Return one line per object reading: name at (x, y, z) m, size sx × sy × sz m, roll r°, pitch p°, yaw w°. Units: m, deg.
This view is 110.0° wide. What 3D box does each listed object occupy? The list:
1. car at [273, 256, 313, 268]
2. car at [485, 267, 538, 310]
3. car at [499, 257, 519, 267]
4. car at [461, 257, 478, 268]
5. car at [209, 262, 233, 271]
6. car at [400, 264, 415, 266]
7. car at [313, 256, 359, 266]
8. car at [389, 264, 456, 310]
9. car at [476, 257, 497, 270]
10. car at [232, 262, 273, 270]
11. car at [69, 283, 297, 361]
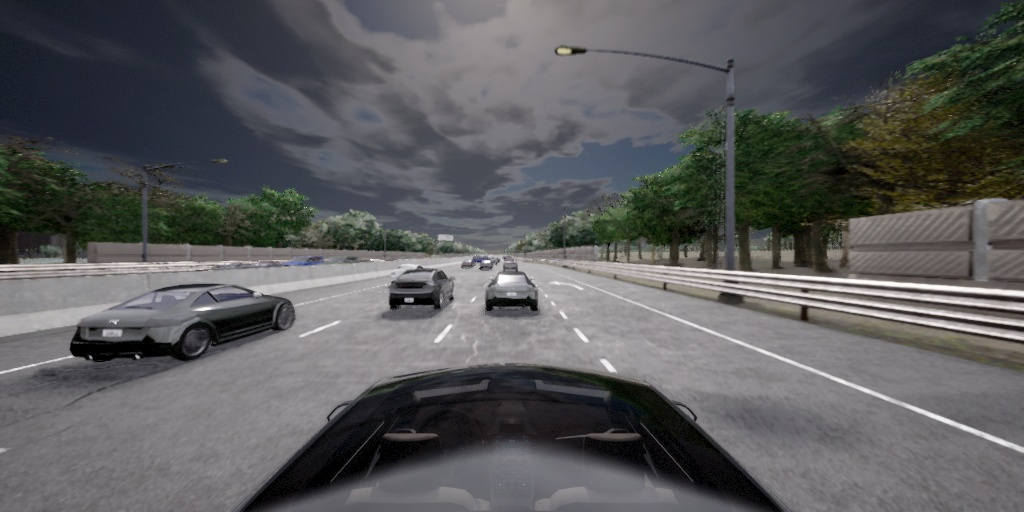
car at (-21.193, 0.990, 36.591) m, size 2.150 × 2.045 × 5.566 m, roll 0°, pitch 0°, yaw 0°
car at (-0.017, 1.317, 14.668) m, size 1.994 × 1.385 × 4.181 m, roll 0°, pitch 0°, yaw 0°
car at (-0.196, 1.252, 45.861) m, size 2.128 × 1.511 × 4.902 m, roll 0°, pitch 0°, yaw -1°
car at (-7.345, 1.305, 60.243) m, size 2.033 × 1.411 × 5.357 m, roll 0°, pitch 0°, yaw -1°
car at (-28.189, 1.333, 36.183) m, size 1.994 × 1.385 × 4.181 m, roll 0°, pitch 0°, yaw 0°
car at (-7.055, 1.284, 25.090) m, size 1.812 × 1.442 × 4.674 m, roll 0°, pitch 0°, yaw 0°
car at (-17.695, 0.990, 37.008) m, size 2.150 × 2.045 × 5.566 m, roll 0°, pitch 0°, yaw 0°
car at (-3.516, 1.261, 14.681) m, size 1.837 × 1.490 × 4.892 m, roll 0°, pitch 0°, yaw 0°
car at (-3.773, 1.307, 53.840) m, size 2.033 × 1.411 × 5.357 m, roll 0°, pitch 0°, yaw -1°
car at (-24.690, 1.315, 35.917) m, size 2.033 × 1.411 × 5.357 m, roll 0°, pitch 0°, yaw 0°
car at (-7.004, 1.318, 8.286) m, size 1.994 × 1.385 × 4.181 m, roll 0°, pitch 0°, yaw 0°
